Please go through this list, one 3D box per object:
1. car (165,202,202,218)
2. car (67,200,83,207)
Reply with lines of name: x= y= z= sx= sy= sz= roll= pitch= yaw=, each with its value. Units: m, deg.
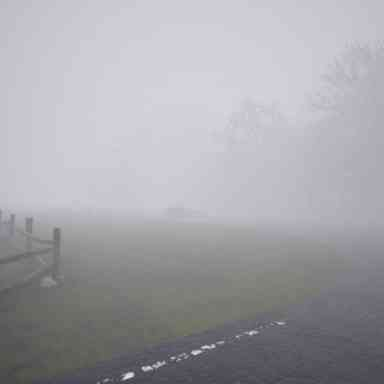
car: x=-0.916 y=1.748 z=32.485 sx=1.812 sy=1.442 sz=4.674 roll=1 pitch=-1 yaw=-36
car: x=-21.397 y=2.112 z=60.953 sx=1.994 sy=1.385 sz=4.181 roll=1 pitch=-1 yaw=-36
